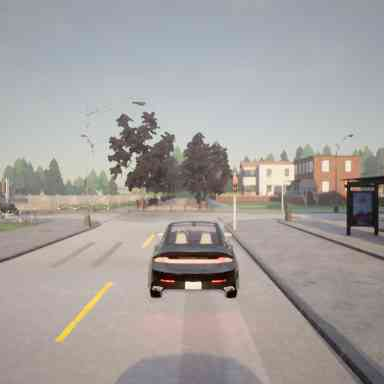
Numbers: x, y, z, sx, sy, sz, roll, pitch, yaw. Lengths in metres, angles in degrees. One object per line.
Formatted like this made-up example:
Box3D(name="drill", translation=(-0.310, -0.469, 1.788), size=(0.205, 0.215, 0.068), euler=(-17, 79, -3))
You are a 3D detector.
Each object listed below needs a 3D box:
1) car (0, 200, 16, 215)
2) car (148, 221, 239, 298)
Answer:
Box3D(name="car", translation=(-20.204, 1.525, 33.460), size=(4.674, 1.442, 1.812), euler=(0, 0, 0))
Box3D(name="car", translation=(0.049, 1.491, 8.484), size=(2.128, 1.511, 4.902), euler=(0, 0, 1))
